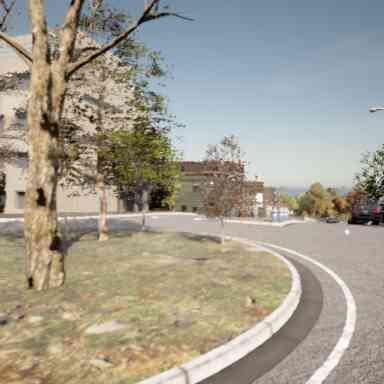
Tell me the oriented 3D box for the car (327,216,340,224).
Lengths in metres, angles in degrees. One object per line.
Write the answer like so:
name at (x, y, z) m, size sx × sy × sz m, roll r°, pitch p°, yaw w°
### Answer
car at (23.311, 4.649, 54.814) m, size 1.994 × 1.385 × 4.181 m, roll 0°, pitch -5°, yaw 25°

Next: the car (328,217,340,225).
car at (26.942, 5.492, 63.012) m, size 1.895 × 1.301 × 4.718 m, roll 0°, pitch -5°, yaw 24°

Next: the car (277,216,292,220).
car at (23.730, 7.403, 89.951) m, size 4.892 × 1.521 × 2.231 m, roll 1°, pitch -5°, yaw 4°

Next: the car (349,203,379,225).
car at (16.561, 2.164, 31.965) m, size 2.150 × 2.045 × 5.566 m, roll 0°, pitch -5°, yaw 24°

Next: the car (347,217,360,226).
car at (29.895, 5.401, 61.652) m, size 2.128 × 1.511 × 4.902 m, roll 0°, pitch -5°, yaw 24°
